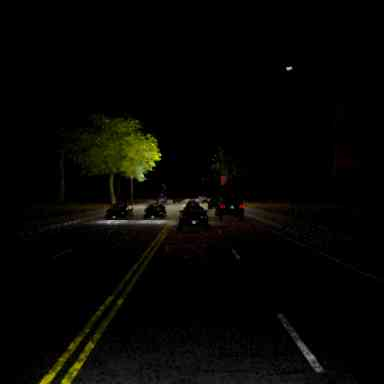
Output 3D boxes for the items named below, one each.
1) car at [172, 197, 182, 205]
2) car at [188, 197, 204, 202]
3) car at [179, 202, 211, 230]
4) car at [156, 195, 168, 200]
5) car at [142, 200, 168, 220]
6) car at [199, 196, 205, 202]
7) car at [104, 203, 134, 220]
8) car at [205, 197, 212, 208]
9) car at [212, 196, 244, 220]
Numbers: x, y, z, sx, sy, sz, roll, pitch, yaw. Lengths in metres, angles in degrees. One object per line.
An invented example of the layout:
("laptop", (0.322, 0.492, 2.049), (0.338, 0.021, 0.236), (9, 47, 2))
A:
("car", (-3.234, 1.924, 72.062), (1.837, 1.490, 4.892), (0, 0, 0))
("car", (0.110, 1.812, 44.093), (2.033, 1.411, 5.357), (0, 0, 0))
("car", (0.105, 1.652, 22.230), (1.812, 1.442, 4.674), (0, 0, 0))
("car", (-6.484, 1.649, 72.035), (2.150, 2.045, 5.566), (0, 0, 0))
("car", (-3.340, 1.728, 30.812), (2.033, 1.411, 5.357), (0, 0, 0))
("car", (3.268, 2.114, 81.526), (1.895, 1.301, 4.718), (0, 0, 0))
("car", (-6.589, 1.728, 30.796), (2.033, 1.411, 5.357), (0, 0, 0))
("car", (3.360, 1.645, 48.427), (2.097, 1.767, 4.553), (0, 0, 0))
("car", (3.355, 1.398, 30.438), (2.150, 2.045, 5.566), (0, -1, 0))
